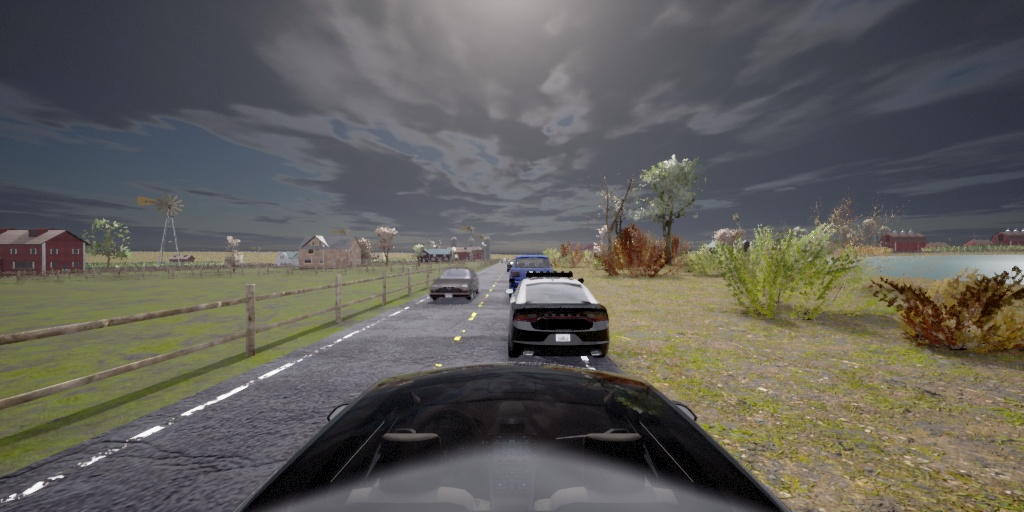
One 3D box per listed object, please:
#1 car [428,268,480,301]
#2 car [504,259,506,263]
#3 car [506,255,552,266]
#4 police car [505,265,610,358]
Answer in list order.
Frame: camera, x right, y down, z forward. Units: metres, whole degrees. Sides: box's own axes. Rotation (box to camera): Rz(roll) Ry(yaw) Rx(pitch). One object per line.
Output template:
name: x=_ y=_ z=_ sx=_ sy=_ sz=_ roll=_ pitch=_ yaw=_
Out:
car: x=-2.635 y=1.297 z=17.687 sx=2.033 sy=1.411 sz=5.357 roll=0 pitch=0 yaw=0
car: x=0.347 y=1.334 z=46.308 sx=1.994 sy=1.385 sz=4.181 roll=0 pitch=0 yaw=2
car: x=0.949 y=0.974 z=18.550 sx=2.150 sy=2.045 sz=5.566 roll=0 pitch=0 yaw=0
police car: x=0.878 y=1.174 z=8.630 sx=1.930 sy=1.638 sz=5.238 roll=0 pitch=0 yaw=0
